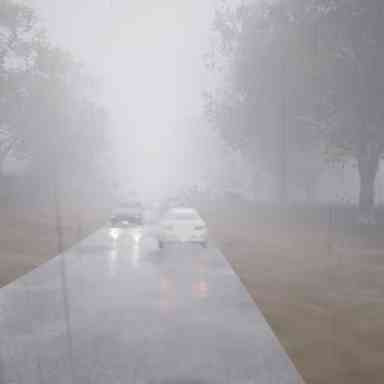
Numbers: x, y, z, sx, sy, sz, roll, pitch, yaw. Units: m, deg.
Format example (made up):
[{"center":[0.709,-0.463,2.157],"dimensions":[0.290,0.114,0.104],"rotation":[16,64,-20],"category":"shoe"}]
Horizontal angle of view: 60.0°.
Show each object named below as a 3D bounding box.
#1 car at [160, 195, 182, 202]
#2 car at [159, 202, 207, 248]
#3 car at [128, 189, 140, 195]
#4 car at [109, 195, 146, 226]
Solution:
[{"center":[-1.811,0.990,29.361],"dimensions":[1.994,1.385,4.181],"rotation":[1,1,-7],"category":"car"},{"center":[-0.412,1.369,13.941],"dimensions":[1.812,1.442,4.674],"rotation":[0,1,-3],"category":"car"},{"center":[-10.738,0.214,61.626],"dimensions":[1.837,1.490,4.892],"rotation":[1,1,-14],"category":"car"},{"center":[-3.840,1.177,20.653],"dimensions":[2.033,1.411,5.357],"rotation":[1,2,-5],"category":"car"}]
